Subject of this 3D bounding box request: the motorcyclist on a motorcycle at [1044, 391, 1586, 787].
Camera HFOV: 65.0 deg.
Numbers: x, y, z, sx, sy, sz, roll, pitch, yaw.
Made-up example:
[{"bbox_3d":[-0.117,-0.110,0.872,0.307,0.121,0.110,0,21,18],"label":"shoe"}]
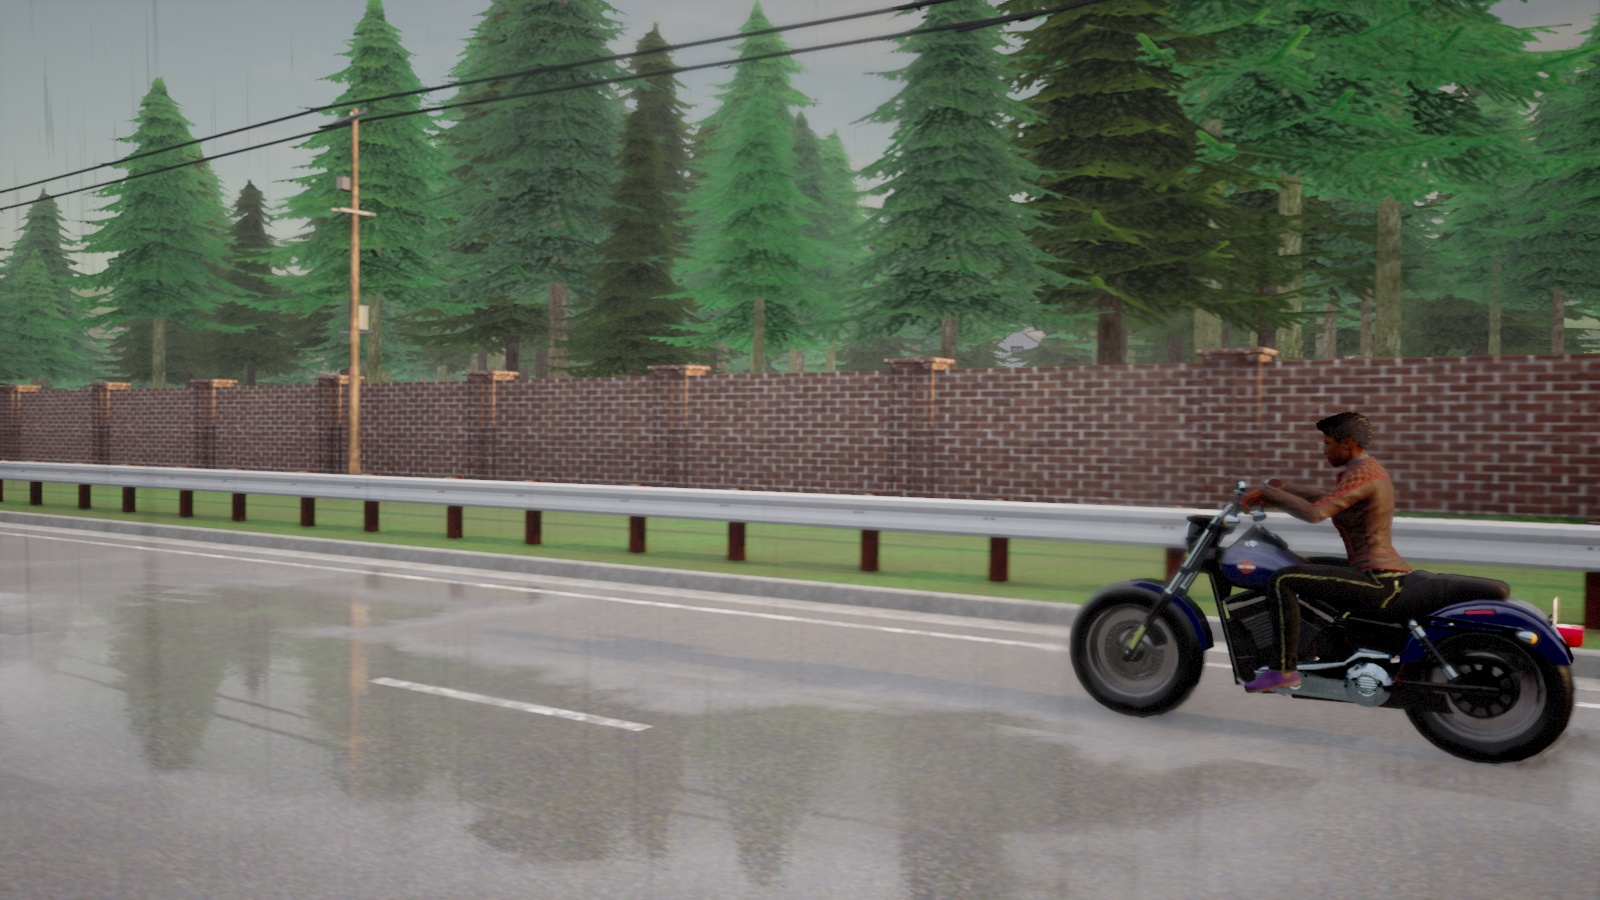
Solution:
[{"bbox_3d":[2.466,0.576,6.187,2.350,1.649,0.766,0,1,34],"label":"motorcyclist on a motorcycle"}]
